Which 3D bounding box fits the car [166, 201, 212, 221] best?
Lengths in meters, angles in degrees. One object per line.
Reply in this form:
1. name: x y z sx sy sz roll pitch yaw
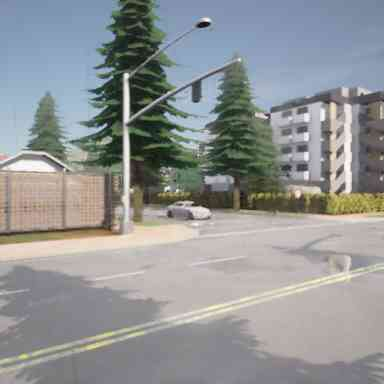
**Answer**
1. car: -0.344 1.488 27.013 1.812 1.442 4.674 0 0 -36
